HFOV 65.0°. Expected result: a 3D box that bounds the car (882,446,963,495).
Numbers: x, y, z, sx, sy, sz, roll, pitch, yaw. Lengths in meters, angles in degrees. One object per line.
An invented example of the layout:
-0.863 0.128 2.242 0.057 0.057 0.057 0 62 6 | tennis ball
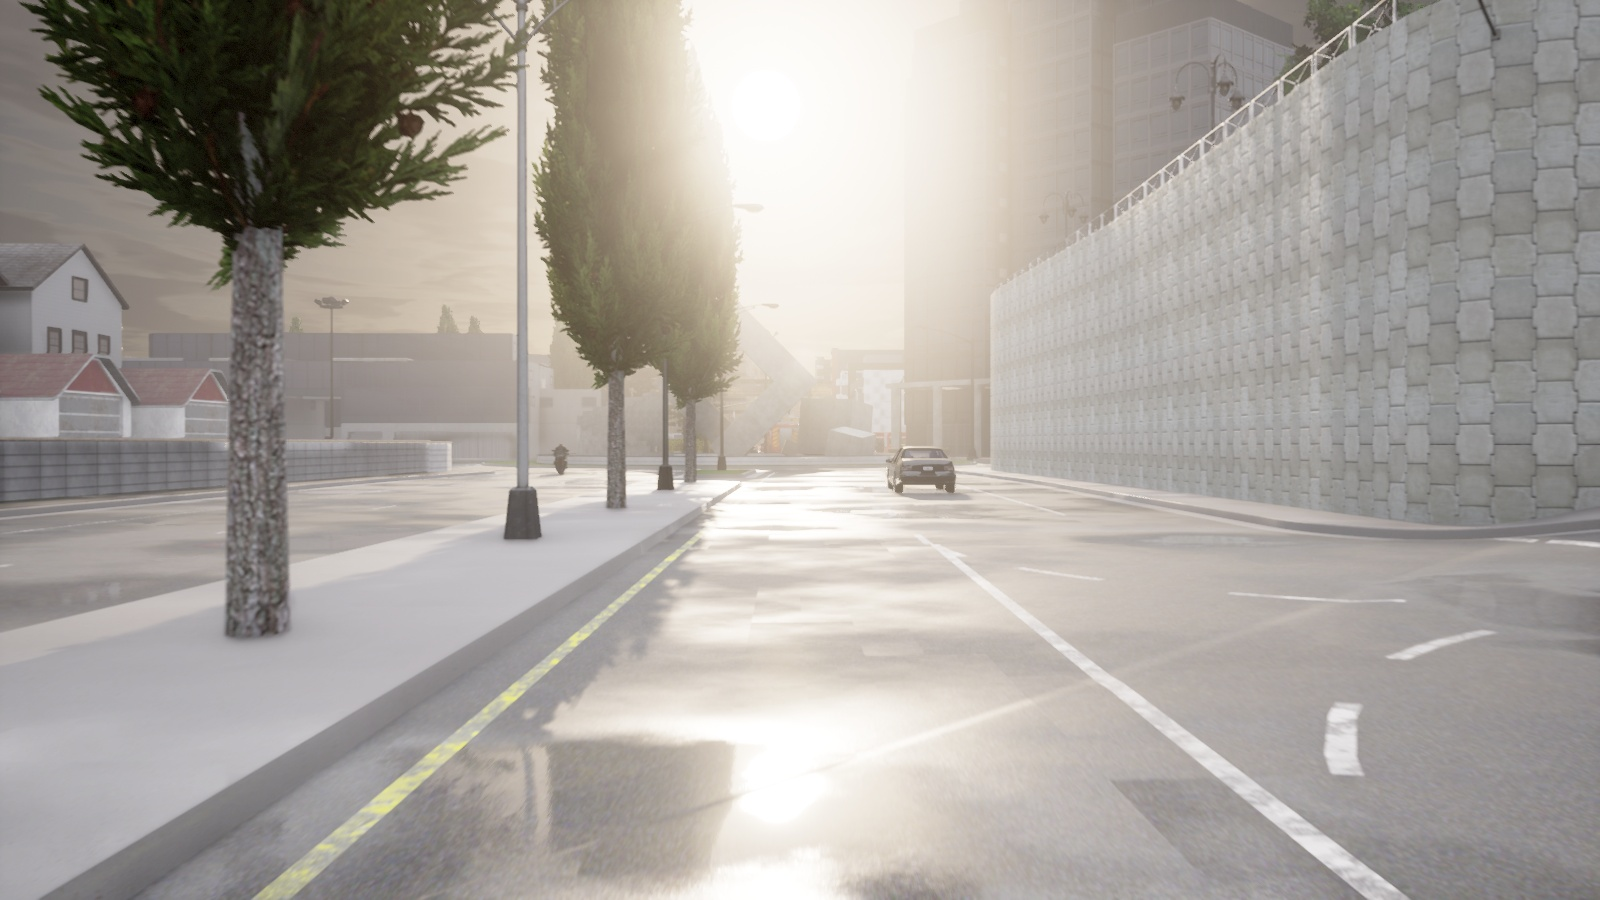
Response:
3.738 0.577 39.094 2.033 1.411 5.357 0 0 0 | car

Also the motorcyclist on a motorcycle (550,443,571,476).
-11.341 0.437 59.507 0.866 1.530 2.191 -1 0 -8 | motorcyclist on a motorcycle
